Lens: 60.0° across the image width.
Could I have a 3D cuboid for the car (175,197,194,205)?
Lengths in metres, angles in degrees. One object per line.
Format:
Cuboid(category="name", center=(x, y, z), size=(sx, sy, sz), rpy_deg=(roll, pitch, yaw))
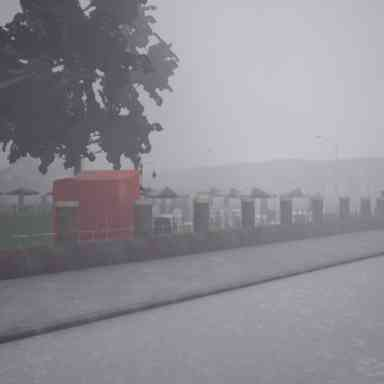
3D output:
Cuboid(category="car", center=(-0.921, 1.441, 47.311), size=(1.882, 1.535, 5.008), rpy_deg=(0, 0, -35))
